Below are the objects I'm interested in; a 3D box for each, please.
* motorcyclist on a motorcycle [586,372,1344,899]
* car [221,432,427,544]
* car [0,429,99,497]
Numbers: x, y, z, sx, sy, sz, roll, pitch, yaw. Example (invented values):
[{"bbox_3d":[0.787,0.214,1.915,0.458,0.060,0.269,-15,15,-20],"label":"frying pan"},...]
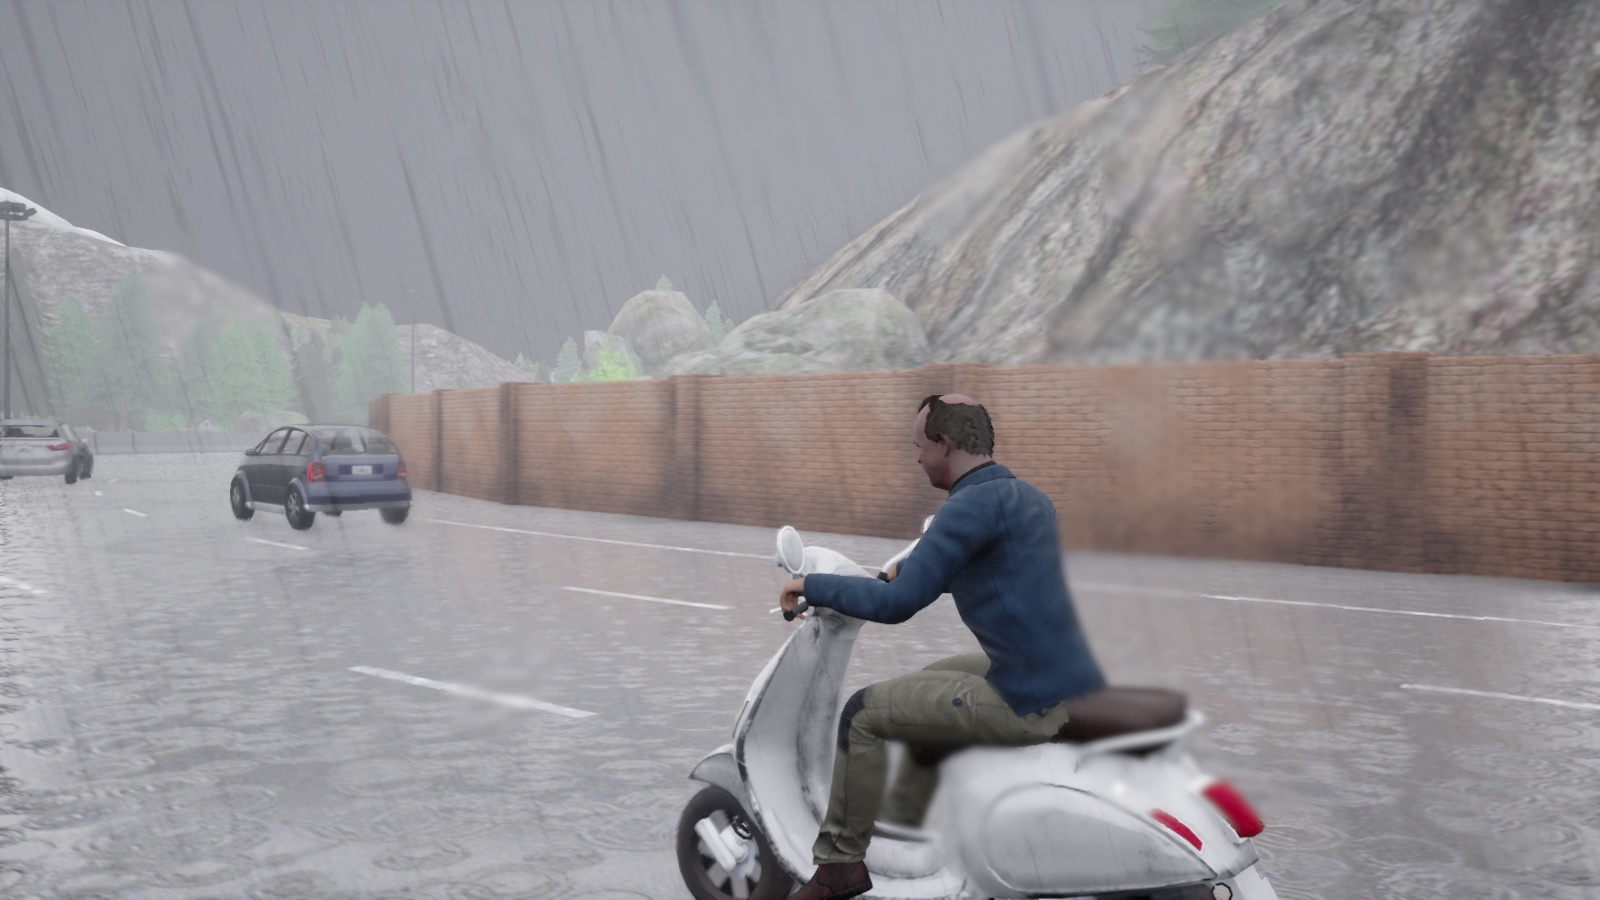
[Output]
[{"bbox_3d":[0.398,0.636,3.372,1.817,1.590,0.866,0,1,34],"label":"motorcyclist on a motorcycle"},{"bbox_3d":[-7.500,0.514,19.604,1.789,1.549,3.705,-2,1,-41],"label":"car"},{"bbox_3d":[-20.359,0.306,33.658,2.242,1.667,4.611,-1,1,-23],"label":"car"}]
